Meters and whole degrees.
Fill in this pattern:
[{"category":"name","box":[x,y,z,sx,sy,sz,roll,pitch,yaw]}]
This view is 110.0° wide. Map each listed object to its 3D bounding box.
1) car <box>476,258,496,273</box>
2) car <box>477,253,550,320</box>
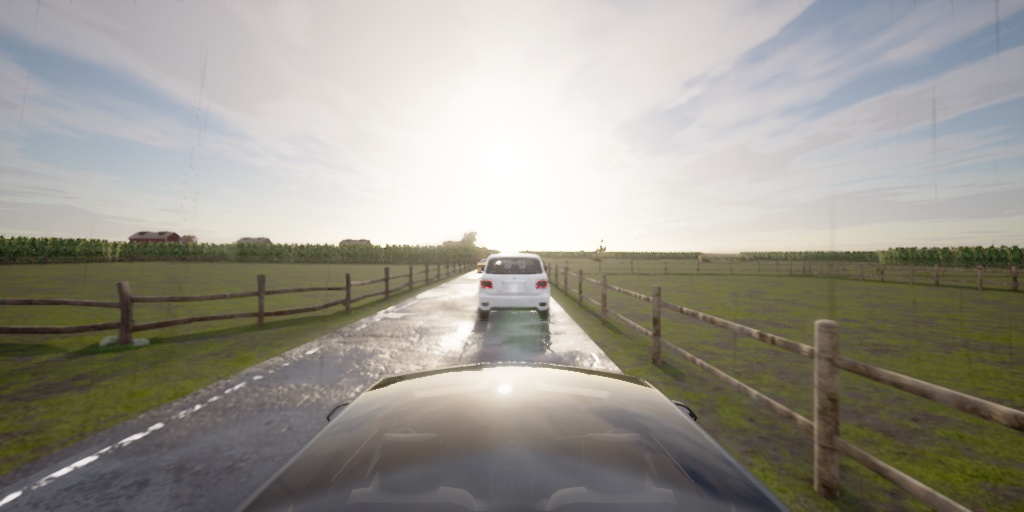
[{"category":"car","box":[-2.873,1.062,40.636,1.882,1.535,5.008,0,0,0]},{"category":"car","box":[0.071,0.929,12.581,2.150,2.045,5.566,0,0,0]}]
